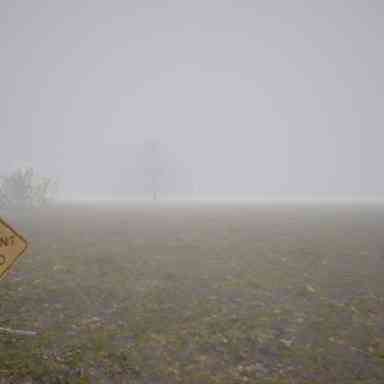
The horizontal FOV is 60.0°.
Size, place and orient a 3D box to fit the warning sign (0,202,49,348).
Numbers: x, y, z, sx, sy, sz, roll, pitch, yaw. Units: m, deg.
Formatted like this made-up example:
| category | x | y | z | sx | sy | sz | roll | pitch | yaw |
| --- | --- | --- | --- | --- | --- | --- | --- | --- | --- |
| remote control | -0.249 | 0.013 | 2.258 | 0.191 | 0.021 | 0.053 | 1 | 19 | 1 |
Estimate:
| category | x | y | z | sx | sy | sz | roll | pitch | yaw |
| --- | --- | --- | --- | --- | --- | --- | --- | --- | --- |
| warning sign | -2.896 | 1.091 | 4.634 | 1.060 | 1.860 | 1.300 | 1 | 0 | 35 |
